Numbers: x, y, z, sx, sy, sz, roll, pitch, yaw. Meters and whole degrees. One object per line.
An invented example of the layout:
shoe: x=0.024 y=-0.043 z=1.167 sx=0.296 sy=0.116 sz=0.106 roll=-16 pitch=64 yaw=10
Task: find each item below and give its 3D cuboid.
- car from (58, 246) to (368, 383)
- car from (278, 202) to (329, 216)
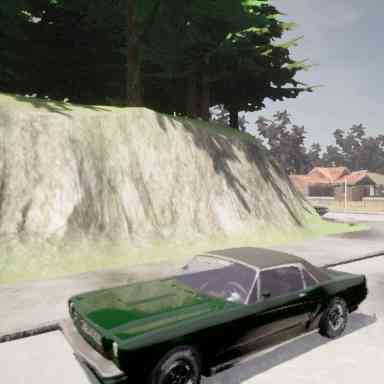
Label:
car: x=0.589 y=1.601 z=5.033 sx=4.718 sy=1.301 sz=1.895 roll=0 pitch=0 yaw=-36
car: x=10.741 y=1.601 z=32.181 sx=1.895 sy=1.301 sz=4.718 roll=0 pitch=0 yaw=-36
